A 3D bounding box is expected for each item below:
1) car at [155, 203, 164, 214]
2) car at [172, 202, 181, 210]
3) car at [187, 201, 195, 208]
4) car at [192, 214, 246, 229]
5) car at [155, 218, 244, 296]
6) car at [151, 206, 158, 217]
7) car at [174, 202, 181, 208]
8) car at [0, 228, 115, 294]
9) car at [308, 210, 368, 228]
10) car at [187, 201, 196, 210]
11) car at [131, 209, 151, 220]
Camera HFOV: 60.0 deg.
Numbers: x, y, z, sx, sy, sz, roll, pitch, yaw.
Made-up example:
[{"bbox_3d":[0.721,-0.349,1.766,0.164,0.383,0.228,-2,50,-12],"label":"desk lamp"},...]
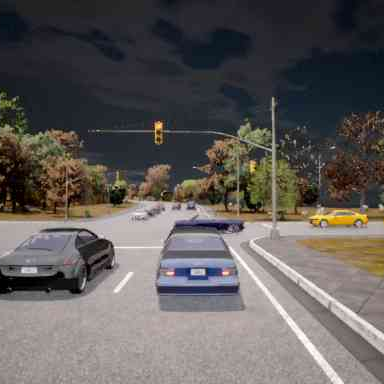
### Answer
[{"bbox_3d":[-7.206,3.535,65.018,2.033,1.411,5.357,0,0,0],"label":"car"},{"bbox_3d":[-3.704,3.485,78.287,1.812,1.442,4.674,0,0,0],"label":"car"},{"bbox_3d":[-0.323,3.243,88.005,1.882,1.535,5.008,0,0,-4],"label":"car"},{"bbox_3d":[1.194,2.155,22.370,4.718,1.301,1.895,0,-3,1],"label":"car"},{"bbox_3d":[0.069,1.647,8.945,2.033,1.411,5.357,0,-1,-1],"label":"car"},{"bbox_3d":[-7.232,3.470,55.271,1.895,1.301,4.718,0,-1,0],"label":"car"},{"bbox_3d":[-3.847,3.428,88.263,1.837,1.490,4.892,0,0,-4],"label":"car"},{"bbox_3d":[-3.445,1.665,9.054,1.994,1.385,4.181,0,-1,0],"label":"car"},{"bbox_3d":[12.965,2.368,29.674,5.008,1.535,1.882,0,-3,-2],"label":"car"},{"bbox_3d":[-0.202,3.310,77.827,2.097,1.767,4.553,0,0,0],"label":"car"},{"bbox_3d":[-7.225,3.145,46.251,1.812,1.442,4.674,0,-2,0],"label":"car"}]
